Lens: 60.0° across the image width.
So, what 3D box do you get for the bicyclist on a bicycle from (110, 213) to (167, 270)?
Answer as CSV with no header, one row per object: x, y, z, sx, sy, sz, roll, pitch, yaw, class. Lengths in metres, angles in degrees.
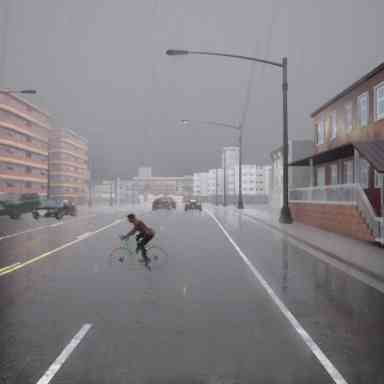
-1.542,1.433,9.478,1.656,1.620,0.582,-2,0,0,bicyclist on a bicycle

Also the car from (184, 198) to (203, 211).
0.132,1.440,37.900,1.812,1.442,4.674,0,-1,0,car

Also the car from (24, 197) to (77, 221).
-10.496,1.318,25.768,2.128,1.511,4.902,0,0,1,car

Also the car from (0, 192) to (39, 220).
-13.989,1.046,26.326,2.150,2.045,5.566,0,0,0,car

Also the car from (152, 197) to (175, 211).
-3.428,1.404,38.636,1.882,1.535,5.008,0,-1,1,car

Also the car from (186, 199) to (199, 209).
0.070,1.690,48.068,1.812,1.442,4.674,0,-2,1,car
